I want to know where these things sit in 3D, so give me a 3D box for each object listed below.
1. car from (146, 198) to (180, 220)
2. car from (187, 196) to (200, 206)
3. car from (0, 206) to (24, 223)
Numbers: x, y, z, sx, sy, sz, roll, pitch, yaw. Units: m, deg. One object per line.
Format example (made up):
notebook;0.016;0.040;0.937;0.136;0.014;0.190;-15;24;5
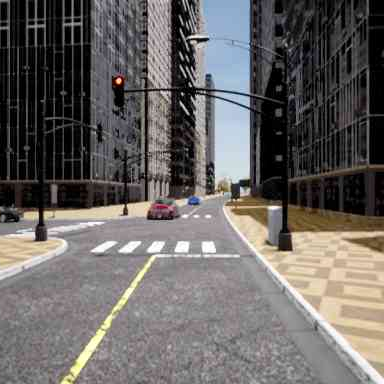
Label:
car;-2.300;1.299;27.915;2.097;1.767;4.553;0;0;5
car;0.285;1.472;55.166;1.882;1.535;5.008;0;1;7
car;-16.461;1.857;28.096;4.403;1.369;2.008;-1;1;10
